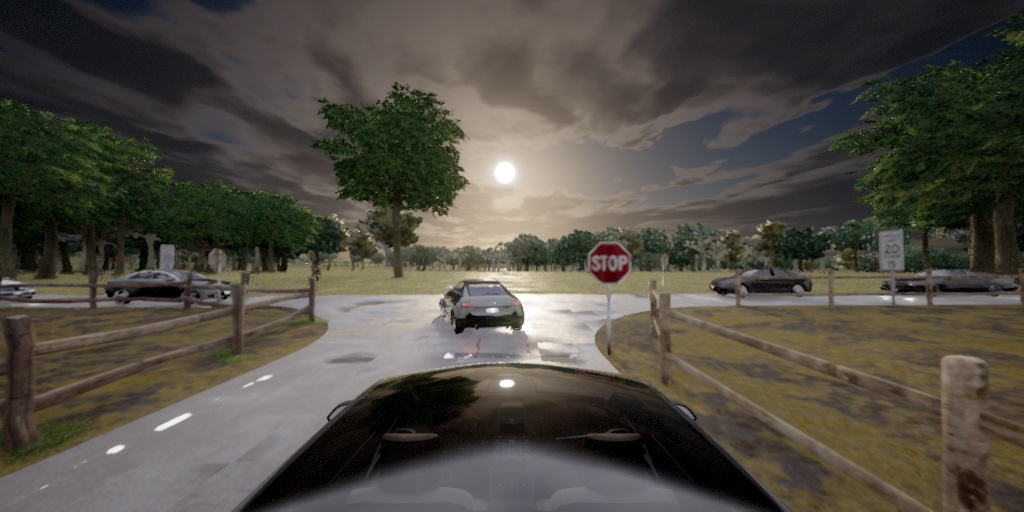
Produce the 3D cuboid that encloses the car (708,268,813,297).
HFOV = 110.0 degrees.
[{"bbox_3d":[13.117,1.388,19.102,4.892,1.490,1.837,0,-2,1],"label":"car"}]

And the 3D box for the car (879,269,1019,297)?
[{"bbox_3d":[22.948,1.380,18.948,5.357,1.411,2.033,0,-2,2],"label":"car"}]

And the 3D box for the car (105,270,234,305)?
[{"bbox_3d":[-15.247,1.363,16.184,4.902,1.511,2.128,0,-2,0],"label":"car"}]

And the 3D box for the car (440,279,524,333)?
[{"bbox_3d":[-1.067,1.408,11.322,1.994,1.385,4.181,0,-1,-16],"label":"car"}]

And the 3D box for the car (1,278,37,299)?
[{"bbox_3d":[-24.592,1.393,16.176,4.674,1.442,1.812,0,-2,0],"label":"car"}]

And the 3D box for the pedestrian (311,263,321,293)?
[{"bbox_3d":[-12.132,1.334,22.166,0.375,1.860,0.375,0,-2,0],"label":"pedestrian"}]
